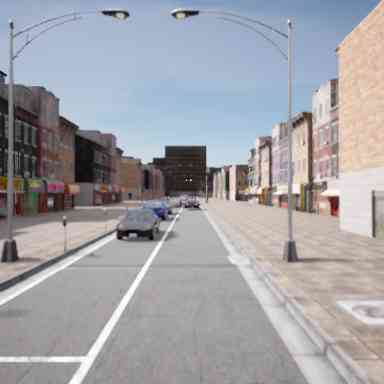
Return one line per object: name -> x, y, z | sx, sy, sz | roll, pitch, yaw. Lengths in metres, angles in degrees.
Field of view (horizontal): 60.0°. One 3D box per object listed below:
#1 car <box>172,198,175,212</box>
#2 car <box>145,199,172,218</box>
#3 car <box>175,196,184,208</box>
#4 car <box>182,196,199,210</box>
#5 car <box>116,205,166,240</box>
car -> -3.047, 1.585, 34.839 | 1.812, 1.442, 4.674 | 0, 0, 0
car -> -3.034, 1.517, 27.839 | 1.882, 1.535, 5.008 | 0, 0, 0
car -> -2.667, 1.668, 50.092 | 2.008, 1.369, 4.403 | 0, 0, 0
car -> -0.031, 1.605, 44.806 | 1.895, 1.301, 4.718 | 0, 0, 0
car -> -2.642, 1.583, 17.129 | 1.947, 1.339, 4.313 | 1, 0, 0
